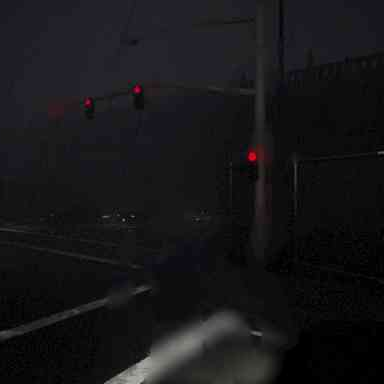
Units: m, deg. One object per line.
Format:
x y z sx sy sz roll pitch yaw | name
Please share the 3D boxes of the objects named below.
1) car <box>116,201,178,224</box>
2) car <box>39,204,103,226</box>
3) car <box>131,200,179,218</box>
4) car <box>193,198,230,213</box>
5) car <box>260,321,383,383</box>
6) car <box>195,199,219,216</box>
-3.306 1.603 25.785 2.033 1.411 5.357 0 0 35 | car
-8.708 1.581 24.258 1.812 1.442 4.674 0 0 37 | car
-3.421 1.581 31.659 1.812 1.442 4.674 0 0 36 | car
2.357 1.547 39.798 2.128 1.511 4.902 0 0 35 | car
3.041 1.547 1.799 5.357 1.411 2.033 0 0 36 | car
2.527 1.603 33.997 2.033 1.411 5.357 0 0 35 | car
